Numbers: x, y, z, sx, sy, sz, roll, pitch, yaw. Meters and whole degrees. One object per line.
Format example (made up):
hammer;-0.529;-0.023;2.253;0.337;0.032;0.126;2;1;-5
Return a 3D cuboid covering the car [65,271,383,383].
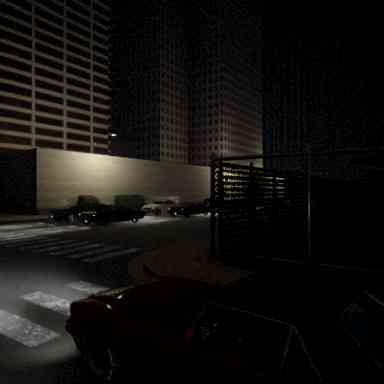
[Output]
car;0.673;1.601;3.615;4.718;1.301;1.895;0;0;37

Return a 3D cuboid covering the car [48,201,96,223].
car;-8.277;1.434;25.016;2.128;1.511;4.902;0;0;35

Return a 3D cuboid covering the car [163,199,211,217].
car;-0.152;1.544;30.409;1.895;1.301;4.718;0;0;35

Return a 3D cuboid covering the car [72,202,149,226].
car;-5.463;1.544;22.933;1.895;1.301;4.718;0;0;35

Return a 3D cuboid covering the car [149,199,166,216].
car;-2.907;1.469;32.549;1.812;1.442;4.674;0;0;35
